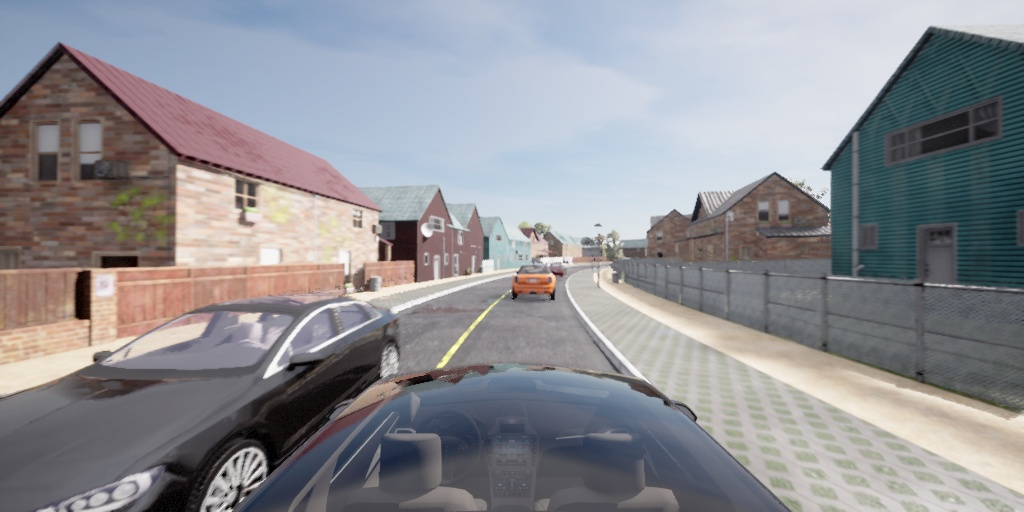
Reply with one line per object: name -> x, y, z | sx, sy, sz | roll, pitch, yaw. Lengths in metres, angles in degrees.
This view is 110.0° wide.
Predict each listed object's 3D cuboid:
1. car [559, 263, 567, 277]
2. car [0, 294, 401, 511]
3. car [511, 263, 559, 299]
car -> 4.762, 1.444, 38.336 | 1.994, 1.385, 4.181 | 0, 0, 14
car -> -2.737, 1.238, 3.930 | 2.128, 1.511, 4.902 | 0, 0, 1
car -> 1.218, 1.168, 18.764 | 2.097, 1.767, 4.553 | 0, 0, 6
